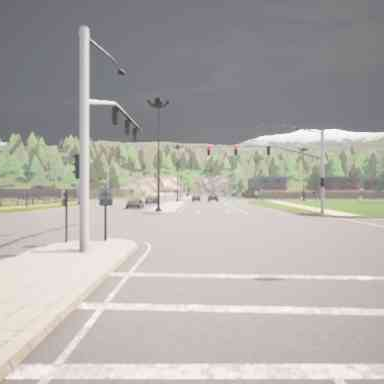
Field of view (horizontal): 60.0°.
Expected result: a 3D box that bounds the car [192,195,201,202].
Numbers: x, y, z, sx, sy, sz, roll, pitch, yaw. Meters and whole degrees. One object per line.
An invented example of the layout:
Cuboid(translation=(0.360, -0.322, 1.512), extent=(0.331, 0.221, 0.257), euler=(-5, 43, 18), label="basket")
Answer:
Cuboid(translation=(0.909, 1.300, 70.102), extent=(2.128, 1.511, 4.902), euler=(0, 0, 1), label="car")

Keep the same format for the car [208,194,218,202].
Cuboid(translation=(4.408, 1.130, 70.025), extent=(2.097, 1.767, 4.553), euler=(0, 0, 1), label="car")

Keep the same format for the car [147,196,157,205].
Cuboid(translation=(-7.297, 1.443, 59.483), extent=(2.128, 1.511, 4.902), euler=(0, 0, 1), label="car")

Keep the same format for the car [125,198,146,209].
Cuboid(translation=(-7.551, 1.489, 44.263), extent=(1.812, 1.442, 4.674), euler=(0, 0, 1), label="car")
